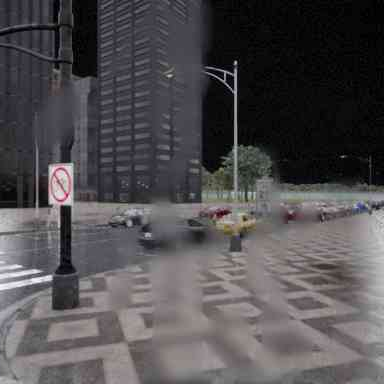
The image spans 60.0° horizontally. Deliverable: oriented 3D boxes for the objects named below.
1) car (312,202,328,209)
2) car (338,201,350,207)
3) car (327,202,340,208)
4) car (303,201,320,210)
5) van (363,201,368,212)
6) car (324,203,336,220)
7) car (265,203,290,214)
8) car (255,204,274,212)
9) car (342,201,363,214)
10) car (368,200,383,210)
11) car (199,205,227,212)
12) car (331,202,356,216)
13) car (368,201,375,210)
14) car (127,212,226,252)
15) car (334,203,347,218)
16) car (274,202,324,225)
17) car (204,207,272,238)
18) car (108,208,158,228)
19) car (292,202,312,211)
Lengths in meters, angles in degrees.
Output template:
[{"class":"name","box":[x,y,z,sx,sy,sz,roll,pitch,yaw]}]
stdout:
[{"class":"car","box":[25.332,2.671,65.744,1.887,1.381,4.507,-1,-2,36]},{"class":"car","box":[38.446,3.036,84.118,2.008,1.369,4.403,-1,-1,36]},{"class":"car","box":[31.889,2.889,74.931,1.802,1.307,4.206,-1,-2,36]},{"class":"car","box":[22.053,2.475,61.153,1.967,1.590,4.097,-1,-2,36]},{"class":"van","box":[25.710,2.288,51.605,1.690,1.788,3.998,-1,-2,36]},{"class":"car","box":[12.596,2.113,33.225,1.887,1.381,4.507,-1,-2,36]},{"class":"car","box":[12.217,2.304,47.369,2.008,1.369,4.403,-1,-2,36]},{"class":"car","box":[8.939,2.208,42.776,2.008,1.369,4.403,-1,-2,36]},{"class":"car","box":[22.431,2.294,47.009,1.967,1.590,4.097,-1,-2,36]},{"class":"car","box":[35.547,2.538,65.388,2.192,1.841,5.009,-1,-2,36]},{"class":"car","box":[2.383,2.015,33.590,1.887,1.381,4.507,-1,-2,36]},{"class":"car","box":[19.153,2.303,42.413,1.887,1.381,4.507,-1,-2,36]},{"class":"car","box":[28.990,2.591,56.194,2.008,1.369,4.403,-1,-2,36]},{"class":"car","box":[-0.517,1.774,14.850,1.947,1.339,4.313,-1,-2,36]},{"class":"car","box":[15.879,2.245,37.823,1.802,1.307,4.206,-1,-2,36]},{"class":"car","box":[9.317,1.791,28.637,2.192,1.841,5.009,-1,-2,36]},{"class":"car","box":[2.859,1.823,19.582,1.752,1.417,4.829,-1,-2,36]},{"class":"car","box":[-4.173,1.840,24.402,2.008,1.369,4.403,-1,-1,36]},{"class":"car","box":[18.775,2.493,56.557,2.008,1.369,4.403,-1,-2,36]}]
